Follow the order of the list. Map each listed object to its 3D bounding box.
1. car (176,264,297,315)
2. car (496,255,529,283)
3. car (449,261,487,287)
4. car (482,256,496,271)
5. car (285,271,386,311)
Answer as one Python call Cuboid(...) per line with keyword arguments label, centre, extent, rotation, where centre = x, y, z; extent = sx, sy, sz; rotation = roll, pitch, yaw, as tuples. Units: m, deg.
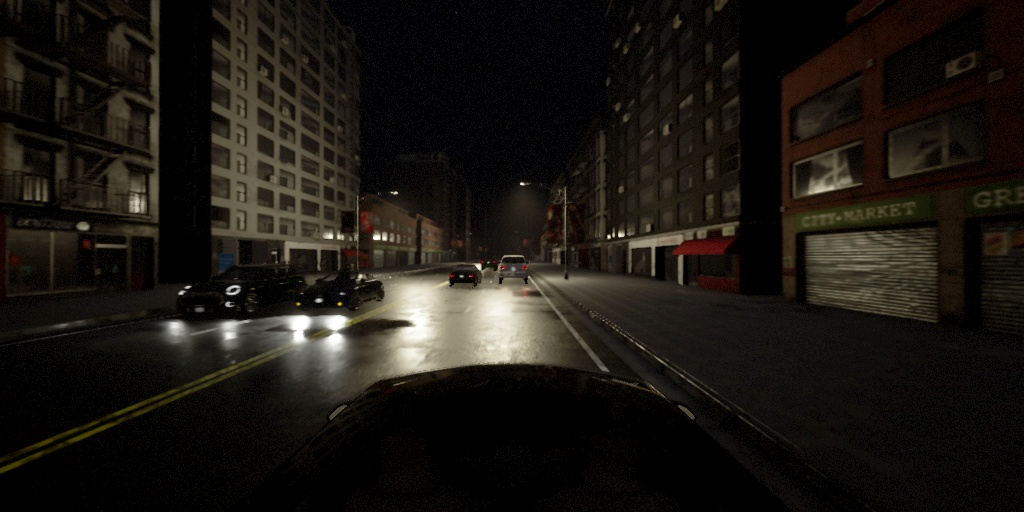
Cuboid(label="car", centre=(-9.843, 1.107, 13.537), extent=(2.097, 1.767, 4.553), rotation=(0, 0, 0))
Cuboid(label="car", centre=(0.104, 0.981, 27.716), extent=(2.150, 2.045, 5.566), rotation=(0, 0, 0))
Cuboid(label="car", centre=(-3.145, 1.306, 24.911), extent=(2.033, 1.411, 5.357), rotation=(0, 0, 0))
Cuboid(label="car", centre=(-3.141, 0.991, 50.438), extent=(2.150, 2.045, 5.566), rotation=(0, 0, 0))
Cuboid(label="car", centre=(-6.593, 1.317, 14.225), extent=(1.994, 1.385, 4.181), rotation=(0, 0, 0))
